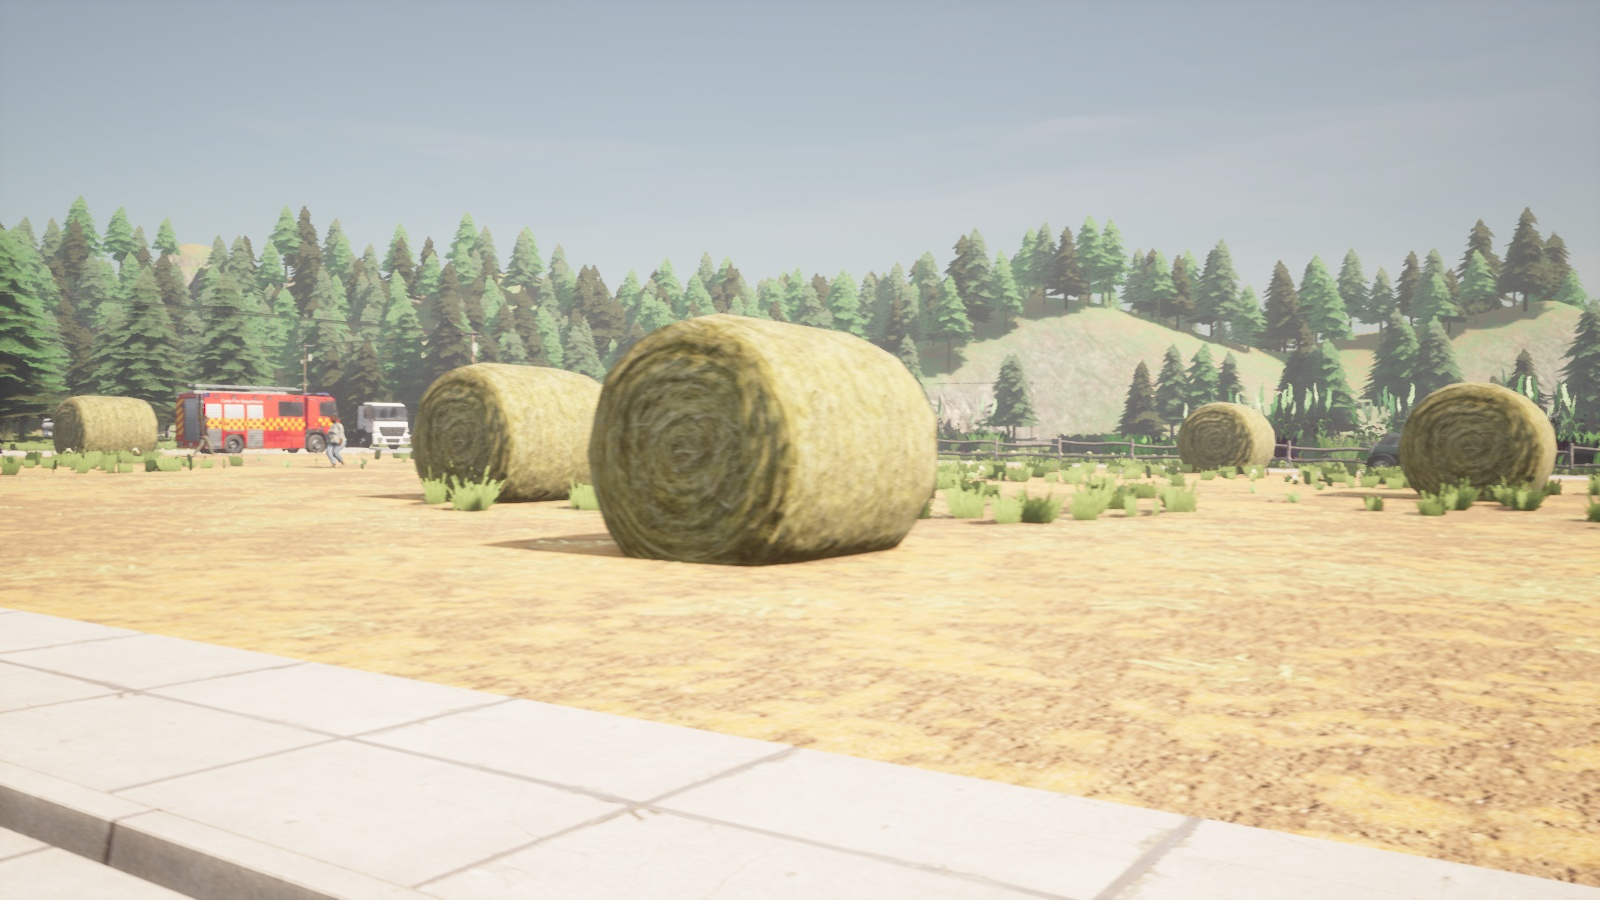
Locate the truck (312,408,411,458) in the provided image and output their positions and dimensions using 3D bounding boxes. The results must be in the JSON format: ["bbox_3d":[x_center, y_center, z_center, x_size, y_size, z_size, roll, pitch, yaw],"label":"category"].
[{"bbox_3d":[-32.087,-1.219,91.694,7.936,3.462,2.891,0,1,37],"label":"truck"}]

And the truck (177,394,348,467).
[{"bbox_3d":[-29.776,-1.091,69.954,2.891,3.827,8.468,0,1,35],"label":"truck"}]

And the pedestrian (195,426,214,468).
[{"bbox_3d":[-26.414,-0.135,55.727,0.703,1.840,0.431,-1,1,-30],"label":"pedestrian"}]

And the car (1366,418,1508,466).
[{"bbox_3d":[24.513,-0.300,48.401,4.553,1.767,2.097,0,1,37],"label":"car"}]

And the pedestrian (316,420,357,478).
[{"bbox_3d":[-15.208,-0.041,41.216,0.874,1.855,0.900,0,1,27],"label":"pedestrian"}]
